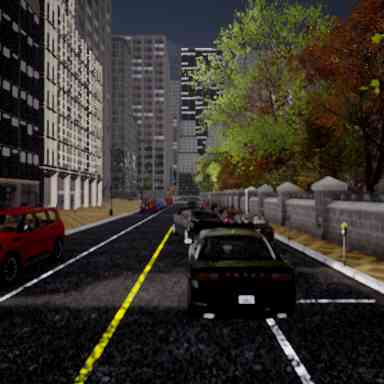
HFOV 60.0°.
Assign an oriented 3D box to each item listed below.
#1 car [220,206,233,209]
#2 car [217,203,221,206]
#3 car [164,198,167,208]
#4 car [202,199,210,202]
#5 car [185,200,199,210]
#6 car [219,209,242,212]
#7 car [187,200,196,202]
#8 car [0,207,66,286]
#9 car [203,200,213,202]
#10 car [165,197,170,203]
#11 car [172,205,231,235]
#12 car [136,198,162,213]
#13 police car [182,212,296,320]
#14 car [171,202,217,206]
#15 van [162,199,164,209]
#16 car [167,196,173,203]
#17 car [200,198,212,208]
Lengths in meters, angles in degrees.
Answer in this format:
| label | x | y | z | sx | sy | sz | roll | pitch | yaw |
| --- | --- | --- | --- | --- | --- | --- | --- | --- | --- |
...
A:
| label | x | y | z | sx | sy | sz | roll | pitch | yaw |
| --- | --- | --- | --- | --- | --- | --- | --- | --- | --- |
| car | 2.573 | 1.757 | 20.824 | 1.802 | 1.307 | 4.206 | 0 | 0 | 0 |
| car | 2.565 | 1.787 | 26.374 | 1.947 | 1.339 | 4.313 | 0 | 0 | 0 |
| car | -5.500 | 2.040 | 54.193 | 1.802 | 1.307 | 4.206 | 0 | 0 | 0 |
| car | 2.533 | 1.986 | 48.573 | 1.802 | 1.307 | 4.206 | 0 | 0 | 0 |
| car | -0.035 | 1.987 | 52.622 | 2.033 | 1.411 | 5.357 | 0 | 0 | 0 |
| car | 2.581 | 1.679 | 15.275 | 2.008 | 1.369 | 4.403 | 0 | 0 | 0 |
| car | -0.009 | 1.885 | 42.640 | 1.812 | 1.442 | 4.674 | 0 | 0 | 0 |
| car | -5.438 | 1.407 | 9.866 | 2.192 | 1.841 | 5.009 | 0 | 0 | 0 |
| car | 2.549 | 1.880 | 37.473 | 1.947 | 1.339 | 4.313 | 0 | 0 | 0 |
| car | -5.508 | 2.026 | 59.564 | 1.752 | 1.417 | 4.829 | 0 | 0 | 0 |
| car | 0.237 | 1.653 | 17.380 | 1.837 | 1.490 | 4.892 | 0 | 0 | -15 |
| car | -5.485 | 1.684 | 43.113 | 2.192 | 1.841 | 5.009 | 0 | 0 | 0 |
| police car | 0.849 | 1.492 | 7.756 | 1.930 | 1.638 | 5.238 | 0 | 0 | 0 |
| car | 0.163 | 1.709 | 23.972 | 1.837 | 1.490 | 4.892 | 0 | -1 | 17 |
| van | -5.492 | 1.755 | 48.654 | 1.690 | 1.788 | 3.998 | 0 | 0 | 0 |
| car | -5.388 | 1.950 | 76.357 | 2.192 | 1.841 | 5.009 | 0 | 0 | 0 |
| car | 2.517 | 1.933 | 59.673 | 1.967 | 1.590 | 4.097 | 0 | 0 | 0 |
